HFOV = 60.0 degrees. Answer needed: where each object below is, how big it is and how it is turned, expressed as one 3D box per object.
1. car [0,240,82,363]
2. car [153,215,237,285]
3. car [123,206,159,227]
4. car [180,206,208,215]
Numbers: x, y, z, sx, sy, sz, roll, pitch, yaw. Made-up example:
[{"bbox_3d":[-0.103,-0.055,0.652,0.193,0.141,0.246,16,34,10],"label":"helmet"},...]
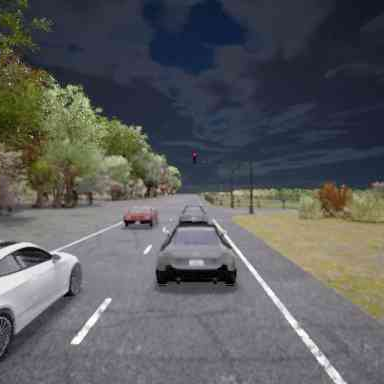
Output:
[{"bbox_3d":[-3.402,1.536,5.633,1.812,1.442,4.674,0,0,0],"label":"car"},{"bbox_3d":[0.103,1.579,9.514,1.994,1.385,4.181,0,0,0],"label":"car"},{"bbox_3d":[-3.389,1.640,22.995,1.895,1.301,4.718,0,0,0],"label":"car"},{"bbox_3d":[0.111,1.603,22.601,1.994,1.385,4.181,0,0,0],"label":"car"}]
